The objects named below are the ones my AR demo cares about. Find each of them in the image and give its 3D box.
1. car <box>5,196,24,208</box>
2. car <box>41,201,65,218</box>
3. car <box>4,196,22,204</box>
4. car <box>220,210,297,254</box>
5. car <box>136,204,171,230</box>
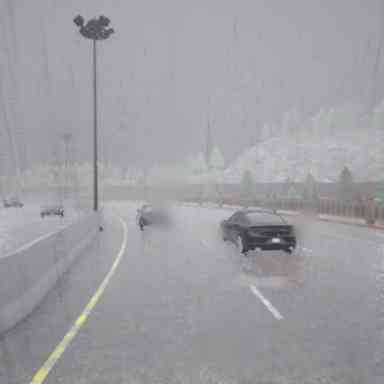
[{"bbox_3d":[-26.947,1.479,50.379,2.097,1.767,4.553,-1,0,-35],"label":"car"},{"bbox_3d":[-12.752,1.559,30.634,1.812,1.442,4.674,0,0,-20],"label":"car"},{"bbox_3d":[-35.421,1.608,65.754,4.892,1.490,1.837,0,0,44],"label":"car"},{"bbox_3d":[2.462,1.445,13.433,1.882,1.535,5.008,0,0,-7],"label":"car"},{"bbox_3d":[-2.499,1.507,21.127,1.812,1.442,4.674,0,0,-12],"label":"car"}]
